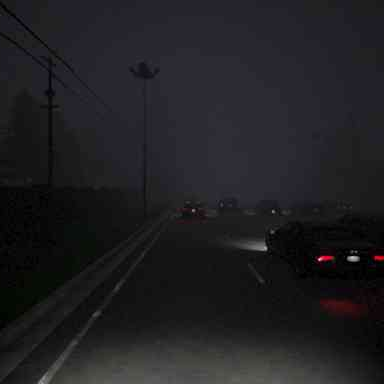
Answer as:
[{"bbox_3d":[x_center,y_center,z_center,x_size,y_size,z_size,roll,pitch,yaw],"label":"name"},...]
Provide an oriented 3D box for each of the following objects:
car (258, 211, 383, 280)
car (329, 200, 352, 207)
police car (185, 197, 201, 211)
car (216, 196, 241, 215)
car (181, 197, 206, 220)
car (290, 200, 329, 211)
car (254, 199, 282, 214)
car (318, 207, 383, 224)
[{"bbox_3d":[3.601,1.536,9.931,2.033,1.411,5.357,0,0,0],"label":"car"},{"bbox_3d":[14.105,1.510,33.268,2.033,1.411,5.357,0,0,0],"label":"car"},{"bbox_3d":[0.107,1.463,43.043,2.038,1.542,4.974,0,1,0],"label":"police car"},{"bbox_3d":[3.606,1.314,33.438,2.097,1.767,4.553,0,0,0],"label":"car"},{"bbox_3d":[0.104,1.472,27.832,2.163,1.488,4.792,0,0,0],"label":"car"},{"bbox_3d":[10.605,1.443,31.003,1.882,1.535,5.008,0,0,0],"label":"car"},{"bbox_3d":[7.105,1.469,31.501,1.837,1.490,4.892,0,0,0],"label":"car"},{"bbox_3d":[7.101,1.548,13.747,1.994,1.385,4.181,0,0,0],"label":"car"}]
